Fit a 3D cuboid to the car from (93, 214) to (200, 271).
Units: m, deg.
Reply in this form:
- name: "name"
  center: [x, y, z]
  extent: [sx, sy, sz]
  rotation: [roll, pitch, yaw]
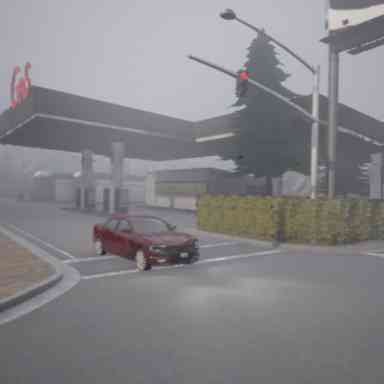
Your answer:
- name: "car"
  center: [-1.751, 1.550, 11.488]
  extent: [1.882, 1.535, 5.008]
  rotation: [1, -1, -38]
